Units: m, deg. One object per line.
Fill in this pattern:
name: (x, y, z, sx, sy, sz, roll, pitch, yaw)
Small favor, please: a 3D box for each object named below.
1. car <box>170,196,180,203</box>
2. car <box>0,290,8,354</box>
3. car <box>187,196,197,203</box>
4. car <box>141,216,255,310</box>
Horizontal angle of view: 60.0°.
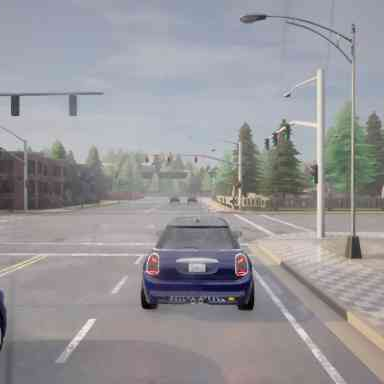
car: (-3.463, 1.505, 68.266, 1.837, 1.490, 4.892, 0, 0, 0)
car: (-3.441, 1.478, 2.522, 1.882, 1.535, 5.008, 0, 0, 0)
car: (0.037, 1.505, 68.264, 1.837, 1.490, 4.892, 0, 0, 0)
car: (0.158, 1.352, 7.976, 2.097, 1.767, 4.553, 0, 0, 2)
